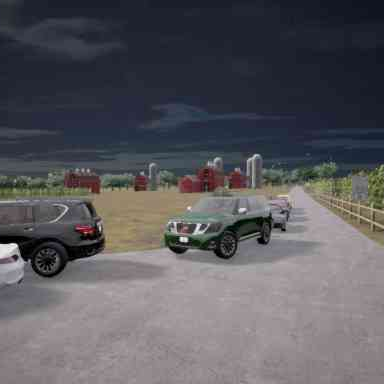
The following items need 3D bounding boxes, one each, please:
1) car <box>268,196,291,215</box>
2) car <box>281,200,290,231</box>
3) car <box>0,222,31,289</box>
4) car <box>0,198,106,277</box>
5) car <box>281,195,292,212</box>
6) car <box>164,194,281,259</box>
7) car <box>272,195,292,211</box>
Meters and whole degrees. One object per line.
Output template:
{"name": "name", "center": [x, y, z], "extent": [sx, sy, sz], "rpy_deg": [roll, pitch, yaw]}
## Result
{"name": "car", "center": [8.144, 1.203, 30.803], "extent": [1.837, 1.490, 4.892], "rpy_deg": [0, 0, 17]}
{"name": "car", "center": [4.387, 1.383, 19.019], "extent": [1.994, 1.385, 4.181], "rpy_deg": [0, 0, 17]}
{"name": "car", "center": [-5.890, 1.613, 6.478], "extent": [4.674, 1.442, 1.812], "rpy_deg": [-2, 1, -31]}
{"name": "car", "center": [-5.379, 1.229, 9.608], "extent": [5.566, 2.045, 2.150], "rpy_deg": [-1, 1, -4]}
{"name": "car", "center": [6.230, 1.239, 24.755], "extent": [1.882, 1.535, 5.008], "rpy_deg": [0, 0, 18]}
{"name": "car", "center": [1.279, 1.110, 12.690], "extent": [2.150, 2.045, 5.566], "rpy_deg": [0, 0, 34]}
{"name": "car", "center": [9.950, 1.116, 36.509], "extent": [1.882, 1.535, 5.008], "rpy_deg": [0, 0, 18]}
